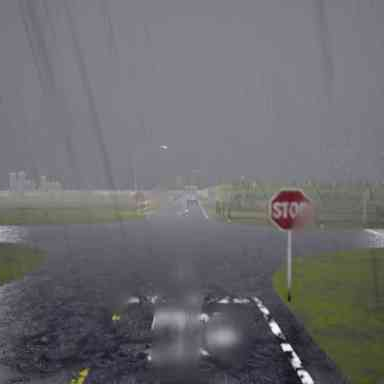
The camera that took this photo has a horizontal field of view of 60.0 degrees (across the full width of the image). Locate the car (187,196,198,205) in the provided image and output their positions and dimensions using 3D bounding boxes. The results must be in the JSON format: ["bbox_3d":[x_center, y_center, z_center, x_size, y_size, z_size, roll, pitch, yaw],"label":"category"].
[{"bbox_3d":[0.111,1.557,65.800,2.097,1.767,4.553,0,0,0],"label":"car"}]

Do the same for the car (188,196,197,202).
[{"bbox_3d":[0.128,1.613,75.867,1.994,1.385,4.181,0,0,0],"label":"car"}]
